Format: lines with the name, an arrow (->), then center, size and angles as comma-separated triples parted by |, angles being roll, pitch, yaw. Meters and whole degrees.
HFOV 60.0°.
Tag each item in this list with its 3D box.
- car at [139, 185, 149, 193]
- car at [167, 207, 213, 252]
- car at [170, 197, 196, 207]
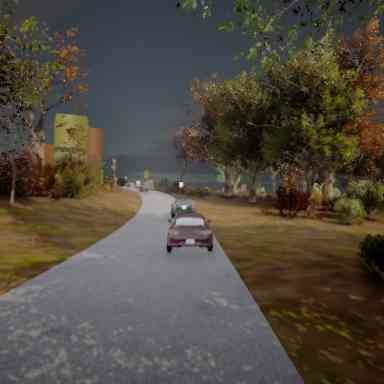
car -> -10.262, -0.623, 70.834 | 1.837, 1.490, 4.892 | 1, 2, -14
car -> -0.106, 1.624, 14.396 | 1.812, 1.442, 4.674 | 0, 0, -1
car -> -0.807, 1.246, 29.125 | 2.097, 1.767, 4.553 | 1, 1, -4
